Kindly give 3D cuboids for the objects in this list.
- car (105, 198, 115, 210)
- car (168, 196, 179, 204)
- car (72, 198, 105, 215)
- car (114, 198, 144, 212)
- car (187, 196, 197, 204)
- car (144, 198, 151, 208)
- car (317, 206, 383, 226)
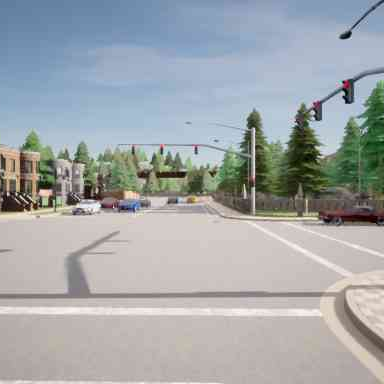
[{"bbox_3d":[-10.662,1.477,43.021,1.882,1.535,5.008,0,0,0],"label":"car"},{"bbox_3d":[-3.509,1.491,62.545,2.128,1.511,4.902,0,0,0],"label":"car"},{"bbox_3d":[-10.655,1.526,33.968,1.812,1.442,4.674,0,0,0],"label":"car"},{"bbox_3d":[-7.161,1.477,38.307,1.882,1.535,5.008,0,0,0],"label":"car"},{"bbox_3d":[-0.012,1.477,64.859,1.882,1.535,5.008,0,0,0],"label":"car"},{"bbox_3d":[-7.150,1.564,48.295,1.994,1.385,4.181,0,0,0],"label":"car"},{"bbox_3d":[11.149,1.601,22.840,4.718,1.301,1.895,0,0,2],"label":"car"}]
